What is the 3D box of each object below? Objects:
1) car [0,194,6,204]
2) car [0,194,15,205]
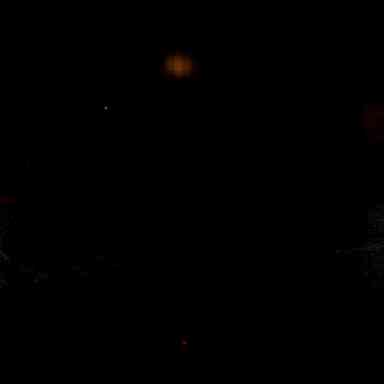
[{"bbox_3d":[-33.824,1.176,57.835,1.882,1.535,5.008,-1,1,-36],"label":"car"},{"bbox_3d":[-27.960,1.083,49.682,2.097,1.767,4.553,-1,1,-36],"label":"car"}]
